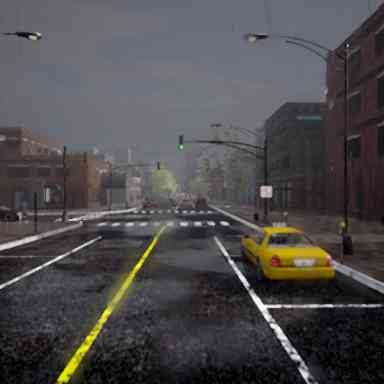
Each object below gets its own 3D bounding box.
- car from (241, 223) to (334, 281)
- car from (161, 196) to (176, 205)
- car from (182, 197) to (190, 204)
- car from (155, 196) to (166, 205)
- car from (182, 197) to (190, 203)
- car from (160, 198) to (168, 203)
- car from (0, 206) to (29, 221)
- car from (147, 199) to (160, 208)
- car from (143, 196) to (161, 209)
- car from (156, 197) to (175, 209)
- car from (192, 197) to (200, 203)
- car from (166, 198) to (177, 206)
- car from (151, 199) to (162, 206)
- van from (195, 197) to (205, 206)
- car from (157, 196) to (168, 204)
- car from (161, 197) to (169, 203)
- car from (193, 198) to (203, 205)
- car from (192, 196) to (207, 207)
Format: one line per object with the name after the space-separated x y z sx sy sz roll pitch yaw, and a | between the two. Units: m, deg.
2.518 1.597 9.898 1.752 1.417 4.829 -1 0 -1 | car
-4.153 1.915 60.461 1.882 1.535 5.008 0 0 -1 | car
-1.425 2.091 79.248 2.128 1.511 4.902 0 0 -1 | car
-7.049 1.860 75.335 2.192 1.841 5.009 -1 0 -1 | car
-1.612 2.019 89.663 1.882 1.535 5.008 0 0 -1 | car
-7.246 2.189 86.419 1.947 1.339 4.313 -1 0 -1 | car
-18.755 2.040 31.959 5.357 1.411 2.033 -1 0 -1 | car
-6.746 1.971 58.704 1.887 1.381 4.507 -1 0 -1 | car
-6.647 1.701 53.163 2.192 1.841 5.009 -1 0 -1 | car
-4.002 1.931 50.662 1.994 1.385 4.181 0 0 -1 | car
1.031 2.100 92.115 1.967 1.590 4.097 -1 0 -1 | car
-4.270 2.035 70.591 2.128 1.511 4.902 0 0 -1 | car
-6.846 2.048 64.248 1.802 1.307 4.206 -1 0 -1 | car
1.531 1.804 64.401 1.690 1.788 3.998 -1 0 -1 | van
-7.148 1.899 80.878 2.192 1.841 5.009 -1 0 -1 | car
-7.347 2.208 91.962 1.887 1.381 4.507 -1 0 -1 | car
1.333 2.093 75.485 2.008 1.369 4.403 -1 0 -1 | car
1.631 1.738 58.858 2.192 1.841 5.009 -1 0 -1 | car
